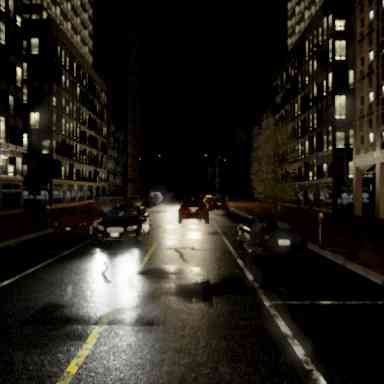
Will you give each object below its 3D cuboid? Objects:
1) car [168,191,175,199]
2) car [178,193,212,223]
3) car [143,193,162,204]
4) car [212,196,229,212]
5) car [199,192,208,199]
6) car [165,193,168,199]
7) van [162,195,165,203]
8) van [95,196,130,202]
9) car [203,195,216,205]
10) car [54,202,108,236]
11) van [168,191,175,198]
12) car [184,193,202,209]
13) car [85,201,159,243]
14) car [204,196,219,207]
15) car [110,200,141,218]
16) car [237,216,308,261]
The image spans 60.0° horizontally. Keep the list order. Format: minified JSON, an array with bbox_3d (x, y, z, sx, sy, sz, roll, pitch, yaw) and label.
[{"bbox_3d":[-5.683,0.985,79.940,1.752,1.417,4.829,0,0,0],"label":"car"},{"bbox_3d":[0.101,1.195,24.033,2.097,1.767,4.553,0,0,0],"label":"car"},{"bbox_3d":[-5.684,1.136,45.957,1.967,1.590,4.097,0,0,0],"label":"car"},{"bbox_3d":[2.696,1.214,34.559,1.967,1.590,4.097,0,0,0],"label":"car"},{"bbox_3d":[2.698,0.899,80.093,1.967,1.590,4.097,0,0,0],"label":"car"},{"bbox_3d":[-5.684,1.183,57.343,1.947,1.339,4.313,0,0,0],"label":"car"},{"bbox_3d":[-5.683,0.998,51.650,1.690,1.788,3.998,0,0,0],"label":"van"},{"bbox_3d":[-5.685,1.190,23.189,1.690,1.788,3.998,0,0,0],"label":"van"},{"bbox_3d":[2.696,1.182,51.806,1.752,1.417,4.829,0,0,0],"label":"car"},{"bbox_3d":[-5.686,1.431,17.498,1.887,1.381,4.507,0,0,0],"label":"car"},{"bbox_3d":[-5.682,0.718,91.493,1.690,1.788,3.998,0,0,0],"label":"van"},{"bbox_3d":[0.102,1.079,41.352,2.097,1.767,4.553,0,0,0],"label":"car"},{"bbox_3d":[-3.010,1.393,15.462,2.128,1.511,4.902,0,0,0],"label":"car"},{"bbox_3d":[2.696,1.279,45.944,1.802,1.307,4.206,0,0,0],"label":"car"},{"bbox_3d":[-5.686,1.393,28.883,1.802,1.307,4.206,0,0,0],"label":"car"},{"bbox_3d":[2.694,1.490,11.793,1.947,1.339,4.313,0,0,0],"label":"car"}]
